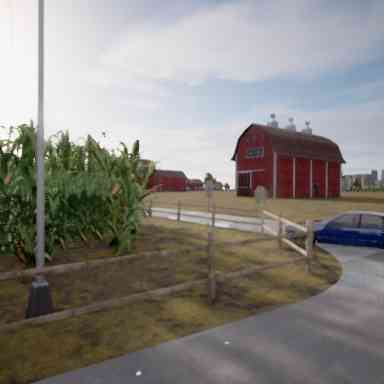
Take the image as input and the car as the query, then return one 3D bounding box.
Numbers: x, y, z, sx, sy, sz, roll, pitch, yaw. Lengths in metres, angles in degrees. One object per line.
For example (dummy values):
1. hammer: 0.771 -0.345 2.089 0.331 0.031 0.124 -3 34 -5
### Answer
1. car: 6.320 1.447 12.728 5.357 1.411 2.033 1 1 30
